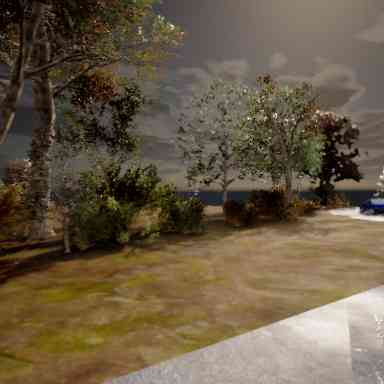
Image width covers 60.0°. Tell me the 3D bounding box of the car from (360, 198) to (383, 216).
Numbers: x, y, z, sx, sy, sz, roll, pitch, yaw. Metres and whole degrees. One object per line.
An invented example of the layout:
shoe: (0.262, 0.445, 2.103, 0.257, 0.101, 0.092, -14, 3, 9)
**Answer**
car: (16.974, 1.310, 30.565, 1.882, 1.535, 5.008, 0, 0, 12)
